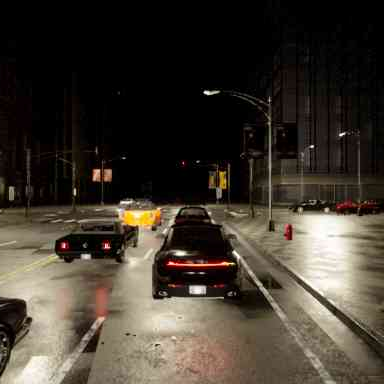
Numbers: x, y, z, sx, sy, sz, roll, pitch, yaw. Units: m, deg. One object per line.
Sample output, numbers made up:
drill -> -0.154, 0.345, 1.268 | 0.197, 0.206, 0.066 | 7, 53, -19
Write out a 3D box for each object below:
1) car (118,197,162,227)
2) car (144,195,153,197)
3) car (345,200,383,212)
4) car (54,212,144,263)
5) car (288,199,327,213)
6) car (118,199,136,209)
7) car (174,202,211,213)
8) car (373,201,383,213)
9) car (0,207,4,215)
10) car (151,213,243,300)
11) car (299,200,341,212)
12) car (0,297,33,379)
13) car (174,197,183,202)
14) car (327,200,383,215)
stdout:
car -> -3.101, 1.397, 20.996 | 2.097, 1.767, 4.553 | 0, 0, 0
car -> -9.585, 1.604, 71.773 | 2.150, 2.045, 5.566 | 0, 0, 0
car -> 20.917, 1.644, 39.851 | 4.313, 1.339, 1.947 | 0, 0, -1
car -> -3.121, 1.616, 12.002 | 1.895, 1.301, 4.718 | 0, 0, 0
car -> 13.214, 1.577, 36.995 | 4.892, 1.490, 1.837 | 0, -1, -1
car -> -9.727, 1.747, 50.411 | 1.812, 1.442, 4.674 | 0, 0, 0
car -> 0.041, 1.510, 17.882 | 1.882, 1.535, 5.008 | 0, 0, 0
car -> 23.114, 1.640, 37.128 | 4.718, 1.301, 1.895 | 0, -1, -1
car -> -21.365, 1.698, 33.363 | 4.674, 1.442, 1.812 | 0, -1, 0
car -> 0.117, 1.512, 8.391 | 1.837, 1.490, 4.892 | 0, 0, 0
car -> 15.277, 1.663, 39.776 | 4.313, 1.339, 1.947 | 0, 0, -1
car -> -3.152, 1.548, 2.215 | 2.033, 1.411, 5.357 | 0, 0, 0
car -> -3.074, 1.934, 75.422 | 1.812, 1.442, 4.674 | 0, 0, 0
car -> 15.388, 1.578, 31.252 | 4.206, 1.307, 1.802 | 0, 0, -1
